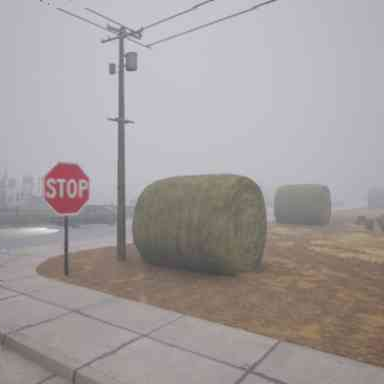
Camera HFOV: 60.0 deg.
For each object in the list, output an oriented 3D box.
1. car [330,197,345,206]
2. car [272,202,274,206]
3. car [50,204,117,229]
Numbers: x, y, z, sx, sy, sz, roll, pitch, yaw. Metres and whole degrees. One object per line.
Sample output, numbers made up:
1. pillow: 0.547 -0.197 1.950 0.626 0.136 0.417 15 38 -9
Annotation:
1. car: 23.137 1.470 53.562 1.812 1.442 4.674 0 0 38
2. car: 13.130 1.486 46.711 2.033 1.411 5.357 0 0 39
3. car: -6.904 1.501 21.459 1.994 1.385 4.181 0 0 38
